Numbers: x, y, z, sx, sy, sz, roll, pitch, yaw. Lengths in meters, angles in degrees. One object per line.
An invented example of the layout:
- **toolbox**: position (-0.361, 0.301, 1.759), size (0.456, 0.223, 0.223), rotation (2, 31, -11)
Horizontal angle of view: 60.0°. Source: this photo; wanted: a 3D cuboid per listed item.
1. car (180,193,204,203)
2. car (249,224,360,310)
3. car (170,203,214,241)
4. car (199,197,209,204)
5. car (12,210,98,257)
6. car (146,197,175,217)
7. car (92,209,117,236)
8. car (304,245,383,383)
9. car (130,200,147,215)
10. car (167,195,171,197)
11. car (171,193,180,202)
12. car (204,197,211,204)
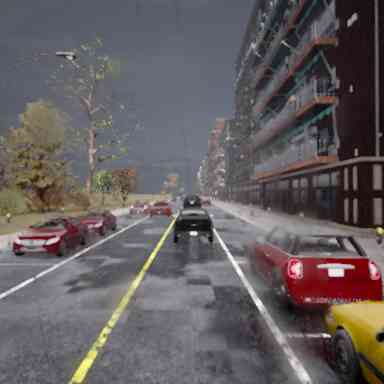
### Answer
- **car**: position (0.016, 1.329, 39.268), size (2.150, 2.045, 5.566), rotation (0, 0, 0)
- **car**: position (2.558, 1.462, 7.855), size (1.967, 1.590, 4.097), rotation (1, 0, 0)
- **car**: position (0.063, 1.551, 16.850), size (1.837, 1.490, 4.892), rotation (0, 0, 0)
- **car**: position (2.429, 1.739, 68.848), size (2.008, 1.369, 4.403), rotation (1, 0, 0)
- **car**: position (-5.335, 1.617, 13.145), size (1.802, 1.307, 4.206), rotation (1, 0, 0)
- **car**: position (-2.916, 1.564, 32.014), size (1.882, 1.535, 5.008), rotation (0, 0, 0)
- **car**: position (-5.347, 1.632, 18.681), size (1.802, 1.307, 4.206), rotation (1, 0, 0)
- **car**: position (2.568, 1.533, 2.480), size (1.752, 1.417, 4.829), rotation (1, 0, 0)
- **car**: position (-5.380, 1.535, 35.290), size (1.967, 1.590, 4.097), rotation (1, 0, 0)
- **car**: position (-5.473, 1.657, 79.580), size (1.967, 1.590, 4.097), rotation (1, 0, 0)
- **car**: position (-2.902, 1.282, 72.416), size (2.150, 2.045, 5.566), rotation (0, 0, 0)
- **car**: position (2.452, 1.740, 57.758), size (1.802, 1.307, 4.206), rotation (1, 0, 0)
